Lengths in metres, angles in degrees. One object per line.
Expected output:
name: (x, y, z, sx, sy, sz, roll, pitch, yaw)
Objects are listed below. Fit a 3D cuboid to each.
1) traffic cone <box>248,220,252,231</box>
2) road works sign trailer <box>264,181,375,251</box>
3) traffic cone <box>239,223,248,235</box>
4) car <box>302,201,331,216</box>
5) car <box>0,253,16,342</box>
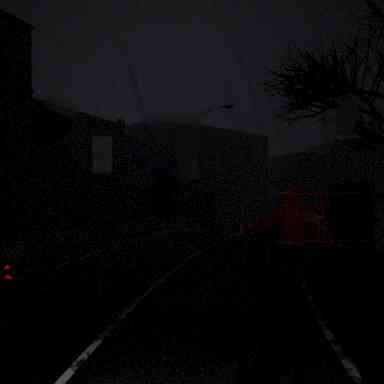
traffic cone: (3.406, 1.946, 19.508, 0.340, 0.580, 0.340, 1, 0, 23)
road works sign trailer: (4.691, 0.942, 12.340, 2.880, 2.380, 3.560, -2, -2, -45)
traffic cone: (2.625, 1.945, 17.667, 0.340, 0.580, 0.340, 1, 0, 23)
car: (12.157, 1.583, 32.559, 4.181, 1.385, 1.994, 0, 1, -40)
car: (-3.406, 1.217, 1.896, 2.150, 2.045, 5.566, 0, 0, 4)
